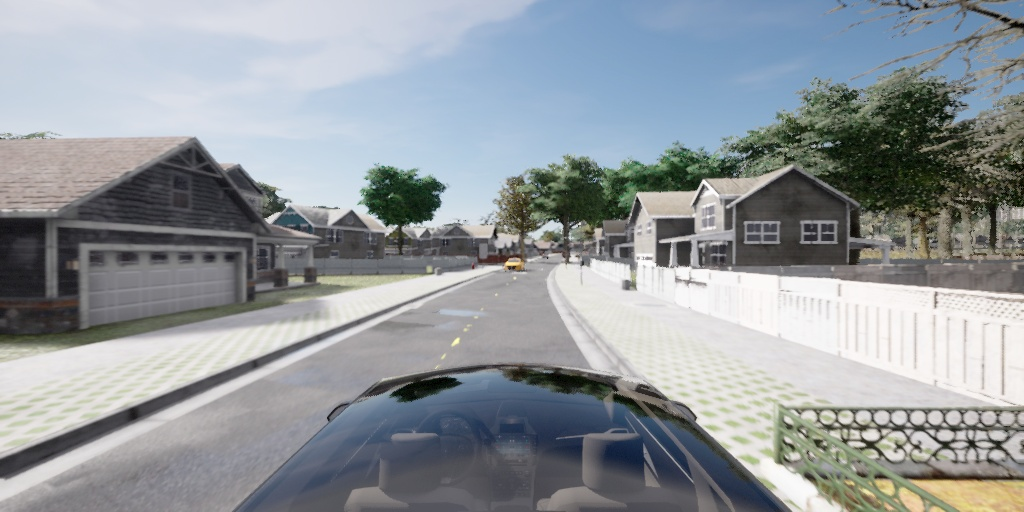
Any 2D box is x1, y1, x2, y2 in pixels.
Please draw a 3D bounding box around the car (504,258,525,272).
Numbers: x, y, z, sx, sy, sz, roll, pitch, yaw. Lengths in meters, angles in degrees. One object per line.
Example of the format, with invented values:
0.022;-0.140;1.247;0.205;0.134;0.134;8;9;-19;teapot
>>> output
0.330;0.999;41.988;1.882;1.535;5.008;0;1;9;car
